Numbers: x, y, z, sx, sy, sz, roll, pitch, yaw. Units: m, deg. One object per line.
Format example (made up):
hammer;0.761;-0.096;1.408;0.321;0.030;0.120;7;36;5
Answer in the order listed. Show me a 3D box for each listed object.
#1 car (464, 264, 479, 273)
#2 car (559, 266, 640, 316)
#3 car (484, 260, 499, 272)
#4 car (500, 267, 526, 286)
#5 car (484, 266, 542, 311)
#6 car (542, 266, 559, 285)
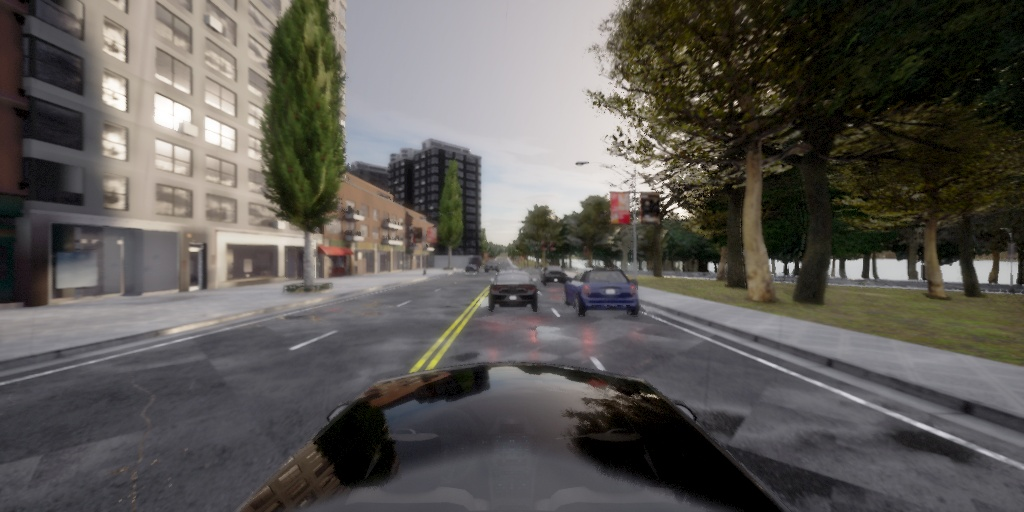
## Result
car;-6.521;2.024;58.595;2.033;1.411;5.357;0;-1;1
car;3.303;1.226;14.071;2.097;1.767;4.553;0;-1;1
car;-3.275;1.697;58.521;2.150;2.045;5.566;0;-1;1
car;0.067;1.620;29.498;1.994;1.385;4.181;0;-1;1
car;0.064;1.365;15.316;1.882;1.535;5.008;0;0;1
car;3.313;1.558;29.197;1.837;1.490;4.892;0;0;1
